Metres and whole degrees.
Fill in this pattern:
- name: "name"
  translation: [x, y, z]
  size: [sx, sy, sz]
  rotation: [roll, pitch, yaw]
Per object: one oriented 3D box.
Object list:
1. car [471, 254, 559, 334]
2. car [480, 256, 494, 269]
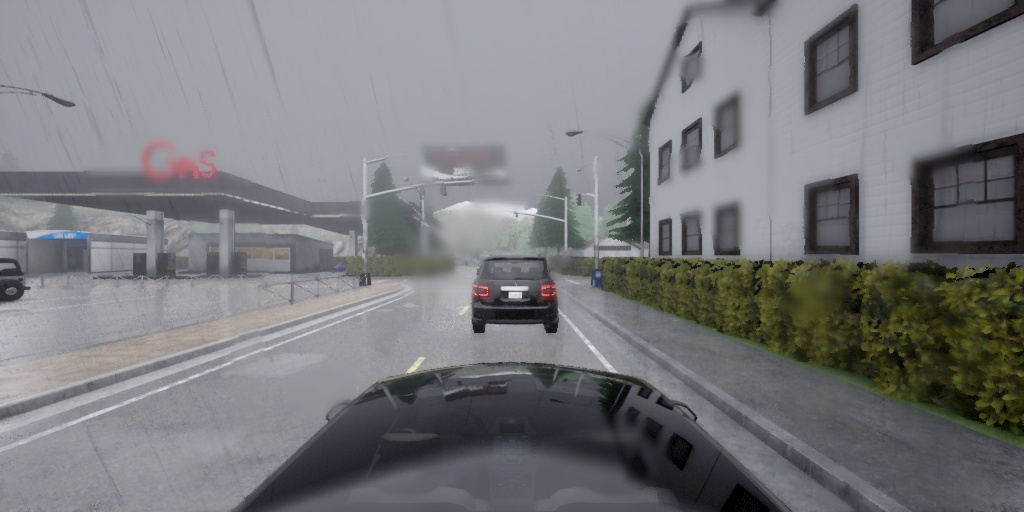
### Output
- name: "car"
  translation: [0.087, 0.971, 10.723]
  size: [2.150, 2.045, 5.566]
  rotation: [0, 0, 0]
- name: "car"
  translation: [-4.010, 0.985, 58.597]
  size: [2.150, 2.045, 5.566]
  rotation: [0, -1, -3]
